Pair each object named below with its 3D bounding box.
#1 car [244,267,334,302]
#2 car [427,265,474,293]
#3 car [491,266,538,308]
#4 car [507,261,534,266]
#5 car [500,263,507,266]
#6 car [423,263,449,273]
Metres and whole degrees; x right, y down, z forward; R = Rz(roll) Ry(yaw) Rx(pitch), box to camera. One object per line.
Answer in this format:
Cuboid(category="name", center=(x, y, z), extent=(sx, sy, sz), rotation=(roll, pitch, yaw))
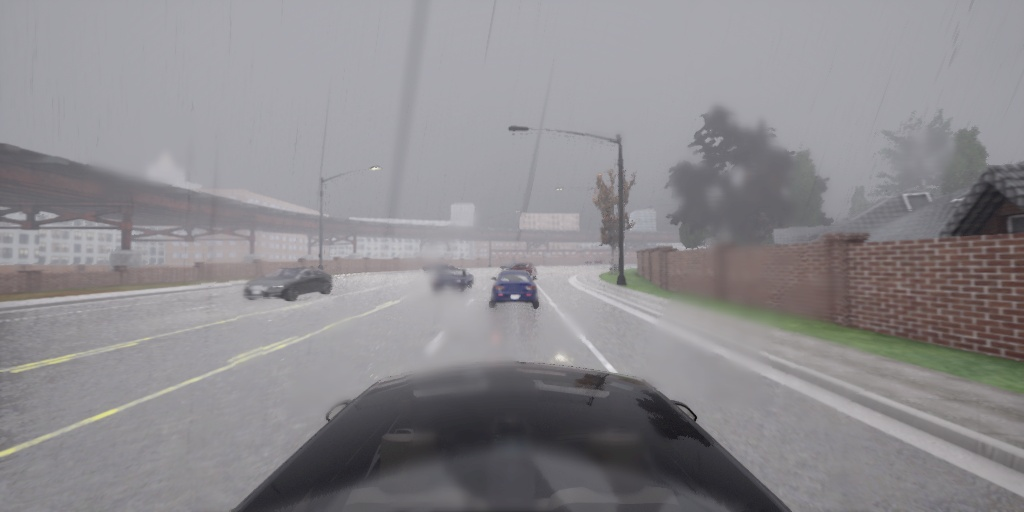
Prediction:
Cuboid(category="car", center=(-10.546, 1.301, 17.346), extent=(2.128, 1.511, 4.902), rotation=(0, 0, 1))
Cuboid(category="car", center=(-3.387, 1.426, 21.339), extent=(1.895, 1.301, 4.718), rotation=(0, 0, 0))
Cuboid(category="car", center=(0.103, 1.328, 15.405), extent=(1.812, 1.442, 4.674), rotation=(0, 0, 0))
Cuboid(category="car", center=(1.208, 1.310, 33.272), extent=(1.882, 1.535, 5.008), rotation=(-1, 0, 11))
Cuboid(category="car", center=(0.218, 1.488, 57.538), extent=(2.033, 1.411, 5.357), rotation=(-1, -1, 35))
Cuboid(category="car", center=(-9.536, 1.552, 46.749), extent=(1.895, 1.301, 4.718), rotation=(-1, 0, 22))
